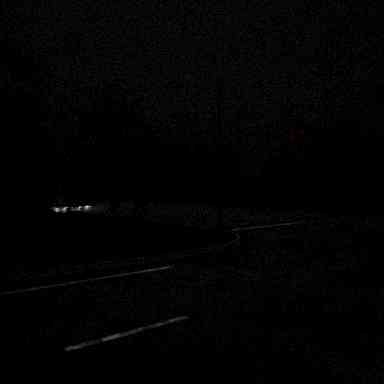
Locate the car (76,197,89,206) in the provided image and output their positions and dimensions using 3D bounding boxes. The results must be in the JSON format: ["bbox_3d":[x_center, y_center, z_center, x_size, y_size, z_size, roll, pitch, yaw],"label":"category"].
[{"bbox_3d":[-18.030,1.485,52.515,2.033,1.411,5.357,-1,0,-39],"label":"car"}]

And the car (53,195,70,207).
[{"bbox_3d":[-20.220,1.468,49.642,2.128,1.511,4.902,-1,0,-38],"label":"car"}]
